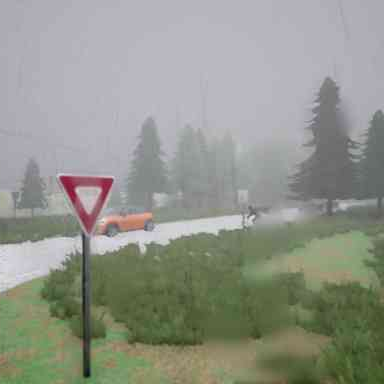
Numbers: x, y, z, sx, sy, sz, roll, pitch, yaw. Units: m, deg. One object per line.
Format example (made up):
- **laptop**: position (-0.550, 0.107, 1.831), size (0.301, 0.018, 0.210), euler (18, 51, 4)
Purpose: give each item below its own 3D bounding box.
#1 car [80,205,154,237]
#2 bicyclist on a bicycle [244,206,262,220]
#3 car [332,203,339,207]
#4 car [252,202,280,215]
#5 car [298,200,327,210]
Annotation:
- **car**: position (-4.336, 1.604, 19.721), size (2.097, 1.767, 4.553), euler (-1, 0, 35)
- **bicyclist on a bicycle**: position (3.553, 1.644, 19.408), size (1.656, 1.620, 0.582), euler (-2, -1, 35)
- **car**: position (20.408, 1.706, 49.353), size (1.882, 1.535, 5.008), euler (-1, 0, 35)
- **car**: position (8.262, 1.853, 37.709), size (1.895, 1.301, 4.718), euler (-1, 0, 35)
- **car**: position (14.780, 1.829, 41.218), size (1.895, 1.301, 4.718), euler (-1, 0, 35)
